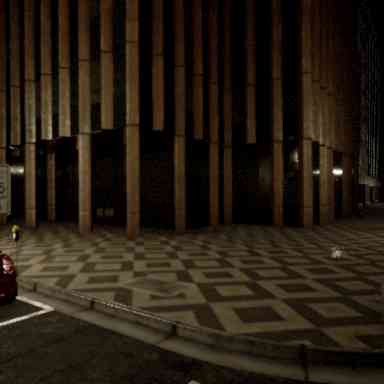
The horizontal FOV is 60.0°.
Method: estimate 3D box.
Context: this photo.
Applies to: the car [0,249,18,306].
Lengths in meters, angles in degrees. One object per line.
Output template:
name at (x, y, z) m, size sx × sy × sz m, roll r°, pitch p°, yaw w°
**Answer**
car at (-5.414, 1.459, 6.824) m, size 4.097 × 1.590 × 1.967 m, roll 0°, pitch 0°, yaw 35°
